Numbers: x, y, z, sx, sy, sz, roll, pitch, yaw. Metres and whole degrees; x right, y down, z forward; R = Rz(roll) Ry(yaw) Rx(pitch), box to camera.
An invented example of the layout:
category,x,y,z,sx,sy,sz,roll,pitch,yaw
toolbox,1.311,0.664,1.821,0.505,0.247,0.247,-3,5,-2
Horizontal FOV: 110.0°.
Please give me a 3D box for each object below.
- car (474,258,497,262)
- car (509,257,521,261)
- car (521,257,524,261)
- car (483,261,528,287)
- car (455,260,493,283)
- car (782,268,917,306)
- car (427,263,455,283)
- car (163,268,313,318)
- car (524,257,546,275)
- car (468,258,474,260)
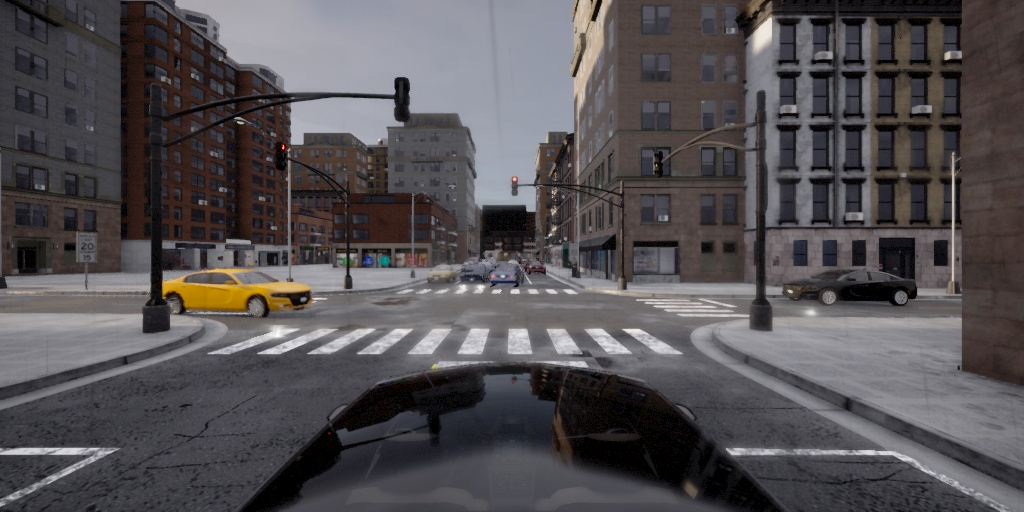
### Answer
category,x,y,z,sx,sy,sz,roll,pitch,yaw
car,-2.839,1.277,38.204,1.812,1.442,4.674,0,0,0
car,0.124,1.279,61.897,1.812,1.442,4.674,0,0,0
car,2.652,1.066,45.054,2.192,1.841,5.009,0,0,0
car,-0.286,1.298,24.357,2.033,1.411,5.357,0,0,6
car,-2.840,1.298,28.153,2.033,1.411,5.357,0,0,0
car,14.777,1.310,15.858,5.008,1.535,1.882,0,0,-1
car,-5.379,1.276,27.901,1.751,1.417,4.829,0,0,0
car,-9.508,1.188,12.424,5.008,1.535,1.882,0,0,8
car,2.650,1.191,39.391,1.967,1.591,4.097,0,0,0
car,-5.373,1.302,45.057,2.007,1.370,4.403,0,0,0
